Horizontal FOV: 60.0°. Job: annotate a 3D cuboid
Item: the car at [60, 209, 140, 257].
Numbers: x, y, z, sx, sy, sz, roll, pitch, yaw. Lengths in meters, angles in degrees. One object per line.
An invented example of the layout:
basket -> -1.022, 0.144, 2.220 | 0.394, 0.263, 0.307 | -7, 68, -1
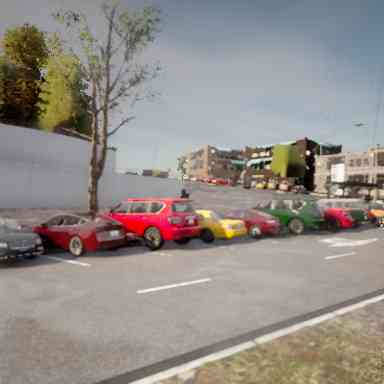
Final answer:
car -> -4.688, 1.558, 13.207 | 4.792, 1.488, 2.163 | -1, -1, 35

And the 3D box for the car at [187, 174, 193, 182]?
car -> 1.463, -3.601, 90.723 | 2.185, 1.767, 4.553 | 4, 0, 33

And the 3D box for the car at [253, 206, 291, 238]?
car -> 2.681, 1.663, 18.408 | 4.674, 1.452, 2.002 | -1, -1, 35

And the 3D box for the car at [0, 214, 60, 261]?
car -> -7.108, 1.500, 11.460 | 4.892, 1.521, 2.231 | -1, -1, 34

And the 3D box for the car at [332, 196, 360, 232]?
car -> 7.623, 1.436, 21.873 | 5.566, 2.045, 2.435 | -1, -2, 35

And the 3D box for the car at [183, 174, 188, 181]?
car -> -0.307, -3.879, 93.072 | 2.435, 2.045, 5.566 | 1, -2, 34

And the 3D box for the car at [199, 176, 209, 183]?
car -> 4.986, -3.215, 85.786 | 2.435, 2.045, 5.566 | 7, 3, 34

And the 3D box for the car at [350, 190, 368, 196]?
car -> 27.460, 0.618, 53.796 | 2.002, 1.452, 4.674 | 7, 3, 35

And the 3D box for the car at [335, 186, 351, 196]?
car -> 25.773, 0.056, 56.271 | 2.435, 2.045, 5.566 | 7, 3, 35

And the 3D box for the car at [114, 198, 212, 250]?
car -> -2.242, 1.308, 14.954 | 5.566, 2.045, 2.435 | -1, -1, 35

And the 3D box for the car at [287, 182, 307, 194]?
car -> 20.565, -0.510, 63.659 | 2.231, 1.521, 4.892 | 7, 3, 35

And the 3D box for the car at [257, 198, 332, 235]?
car -> 5.110, 1.404, 20.168 | 5.566, 2.045, 2.435 | -1, -1, 35

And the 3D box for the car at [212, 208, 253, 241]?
car -> 0.075, 1.590, 16.780 | 5.366, 1.575, 1.946 | -1, -1, 35

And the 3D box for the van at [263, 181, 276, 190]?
van -> 17.080, -1.282, 68.495 | 1.878, 1.987, 4.442 | 8, 3, 35

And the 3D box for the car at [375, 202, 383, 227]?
car -> 12.568, 1.626, 25.294 | 4.553, 1.767, 2.185 | -1, -1, 35

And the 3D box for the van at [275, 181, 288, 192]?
van -> 18.808, -1.009, 66.023 | 1.878, 1.987, 4.442 | 8, 3, 35

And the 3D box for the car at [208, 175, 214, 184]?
car -> 6.834, -2.690, 83.524 | 1.946, 1.575, 5.366 | 7, 3, 34

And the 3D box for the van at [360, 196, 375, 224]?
van -> 10.161, 1.493, 23.543 | 4.442, 1.987, 1.878 | -1, -2, 35

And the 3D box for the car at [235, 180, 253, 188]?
car -> 11.935, -1.833, 76.011 | 2.002, 1.452, 4.674 | 7, 3, 35

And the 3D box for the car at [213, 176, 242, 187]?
car -> 7.078, -1.851, 67.309 | 1.882, 1.535, 5.008 | 3, 4, -35

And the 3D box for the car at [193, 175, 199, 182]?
car -> 3.192, -3.367, 88.252 | 2.185, 1.767, 4.553 | 6, 2, 34

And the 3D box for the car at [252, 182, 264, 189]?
car -> 15.506, -1.327, 71.226 | 1.946, 1.575, 5.366 | 7, 3, 35
